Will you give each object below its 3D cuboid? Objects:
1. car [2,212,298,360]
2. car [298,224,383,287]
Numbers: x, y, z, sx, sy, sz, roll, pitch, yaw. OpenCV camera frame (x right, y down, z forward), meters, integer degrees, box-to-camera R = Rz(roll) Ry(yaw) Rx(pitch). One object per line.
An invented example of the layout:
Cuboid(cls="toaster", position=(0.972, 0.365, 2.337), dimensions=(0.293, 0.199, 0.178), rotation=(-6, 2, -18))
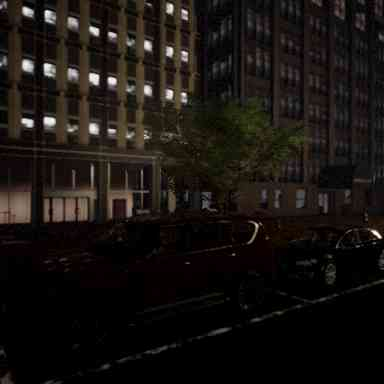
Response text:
Cuboid(cls="car", position=(-0.582, 1.333, 6.145), dimensions=(5.009, 1.841, 2.192), rotation=(0, 0, -35))
Cuboid(cls="car", position=(3.917, 1.603, 9.347), dimensions=(4.403, 1.369, 2.008), rotation=(0, 0, -35))
